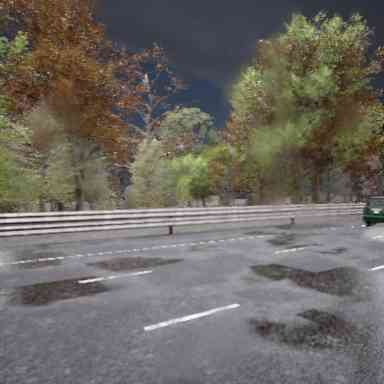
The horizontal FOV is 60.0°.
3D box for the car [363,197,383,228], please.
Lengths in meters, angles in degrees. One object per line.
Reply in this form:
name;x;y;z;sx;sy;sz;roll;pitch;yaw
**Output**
car;13.510;1.326;21.982;5.566;2.045;2.150;0;0;-36
